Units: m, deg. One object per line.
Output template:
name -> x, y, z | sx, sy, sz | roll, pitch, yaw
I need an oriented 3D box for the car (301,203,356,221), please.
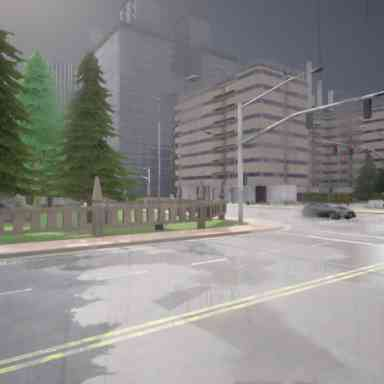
car -> 11.134, 1.564, 27.313 | 1.994, 1.385, 4.181 | 0, 0, -35
